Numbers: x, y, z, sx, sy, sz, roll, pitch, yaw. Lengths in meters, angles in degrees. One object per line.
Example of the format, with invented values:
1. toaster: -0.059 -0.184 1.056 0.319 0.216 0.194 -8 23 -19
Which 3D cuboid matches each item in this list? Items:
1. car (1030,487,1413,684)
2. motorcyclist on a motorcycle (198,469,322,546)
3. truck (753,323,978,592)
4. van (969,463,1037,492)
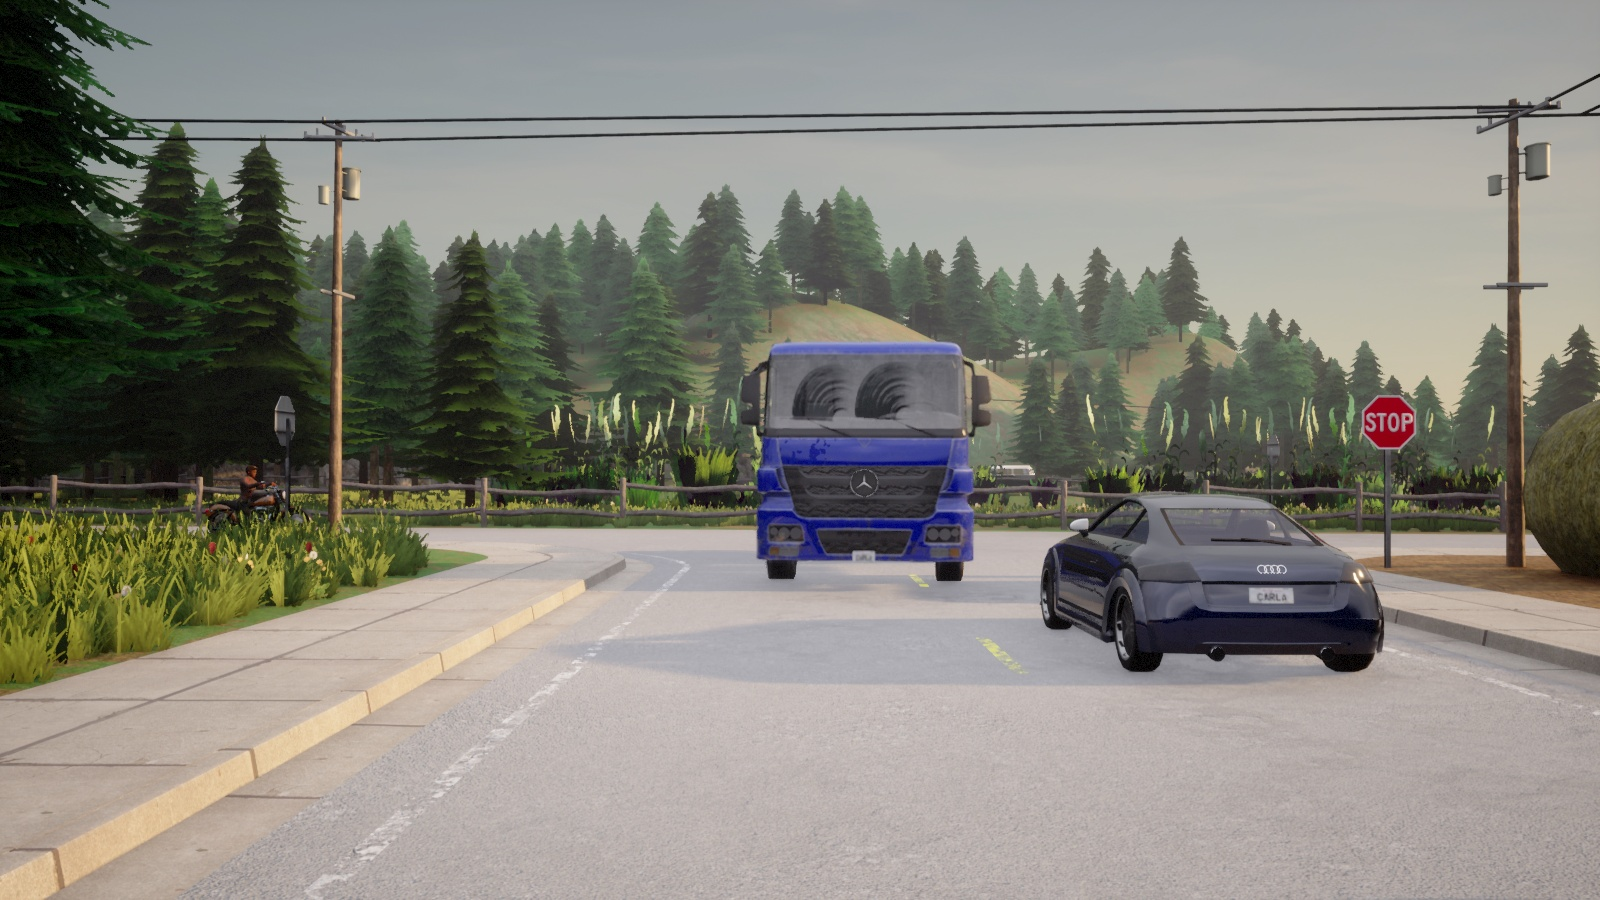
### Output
1. car: 3.479 1.054 11.321 1.994 1.385 4.181 0 -1 -1
2. motorcyclist on a motorcycle: -11.643 1.231 27.127 2.350 1.649 0.766 0 -1 3
3. truck: 1.086 0.163 20.180 2.891 3.462 7.936 0 -1 4
4. van: 14.732 2.009 91.379 4.480 2.038 2.069 0 -1 -5
